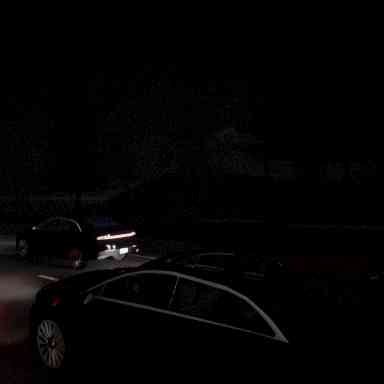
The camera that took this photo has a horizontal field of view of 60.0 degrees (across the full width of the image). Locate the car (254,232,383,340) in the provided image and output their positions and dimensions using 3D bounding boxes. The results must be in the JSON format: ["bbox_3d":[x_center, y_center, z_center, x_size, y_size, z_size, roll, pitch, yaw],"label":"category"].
[{"bbox_3d":[3.639,1.601,5.696,4.718,1.301,1.895,0,0,36],"label":"car"}]

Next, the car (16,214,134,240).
[{"bbox_3d":[-3.941,1.478,11.016,4.902,1.511,2.128,0,0,36],"label":"car"}]

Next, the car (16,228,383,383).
[{"bbox_3d":[-0.039,1.490,4.016,4.902,1.511,2.128,0,0,35],"label":"car"}]
